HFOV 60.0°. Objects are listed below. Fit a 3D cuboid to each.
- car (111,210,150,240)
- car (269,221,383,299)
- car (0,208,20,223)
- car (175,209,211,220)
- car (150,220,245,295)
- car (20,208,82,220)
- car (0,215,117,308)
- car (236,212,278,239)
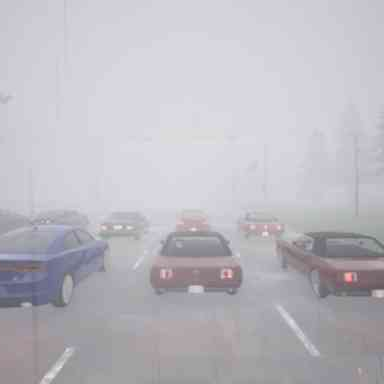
[{"bbox_3d":[-3.437,1.683,17.656,2.033,1.411,5.357,0,0,0],"label":"car"},{"bbox_3d":[3.585,1.667,8.577,1.895,1.301,4.718,0,0,0],"label":"car"},{"bbox_3d":[-10.437,1.631,17.965,2.128,1.511,4.902,0,0,0],"label":"car"},{"bbox_3d":[0.062,1.666,18.217,1.812,1.442,4.674,0,0,0],"label":"car"},{"bbox_3d":[0.083,1.669,8.841,1.895,1.301,4.718,0,0,0],"label":"car"},{"bbox_3d":[-6.937,1.643,17.897,1.837,1.490,4.892,0,0,0],"label":"car"},{"bbox_3d":[-3.428,1.541,8.118,1.882,1.535,5.008,0,-1,0],"label":"car"},{"bbox_3d":[3.562,1.740,18.196,1.895,1.301,4.718,0,0,1],"label":"car"}]
